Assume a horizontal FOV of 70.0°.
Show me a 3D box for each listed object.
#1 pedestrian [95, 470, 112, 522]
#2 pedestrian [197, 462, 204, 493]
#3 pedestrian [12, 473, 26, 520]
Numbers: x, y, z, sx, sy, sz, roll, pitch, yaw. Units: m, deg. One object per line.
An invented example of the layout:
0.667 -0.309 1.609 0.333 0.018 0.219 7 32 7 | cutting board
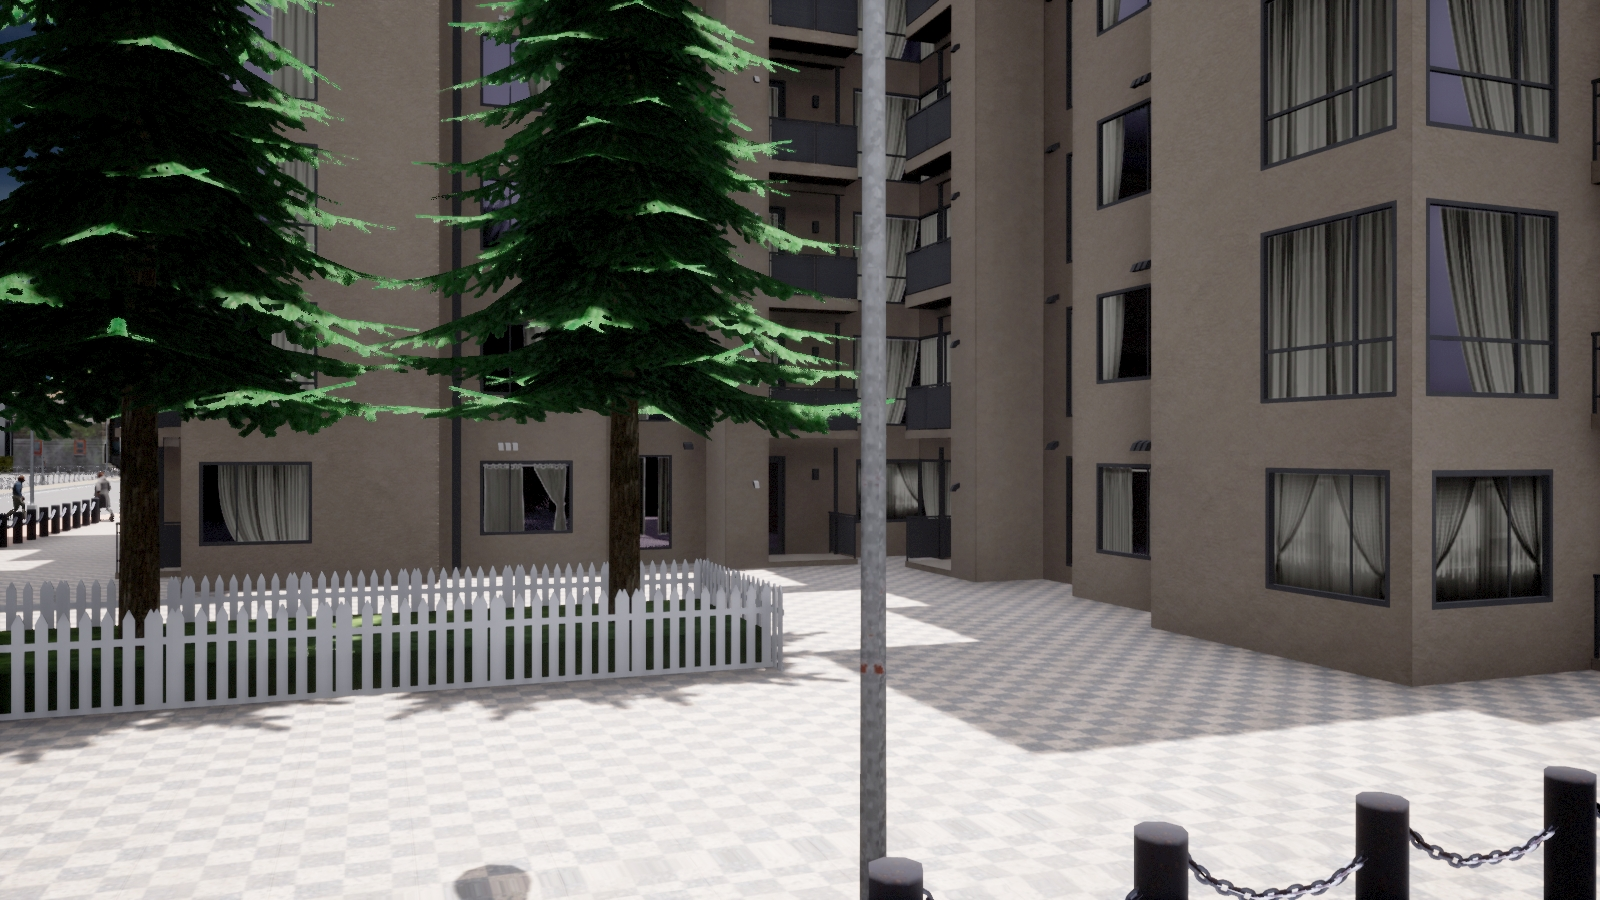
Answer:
-25.500 1.674 41.832 0.375 1.860 0.375 0 0 17 | pedestrian
-36.354 1.670 69.271 0.375 1.860 0.375 0 0 -25 | pedestrian
-30.690 1.824 44.894 0.375 1.860 0.375 0 0 -23 | pedestrian
